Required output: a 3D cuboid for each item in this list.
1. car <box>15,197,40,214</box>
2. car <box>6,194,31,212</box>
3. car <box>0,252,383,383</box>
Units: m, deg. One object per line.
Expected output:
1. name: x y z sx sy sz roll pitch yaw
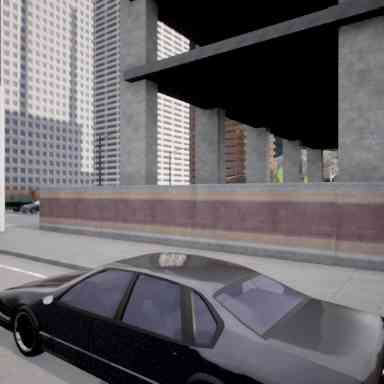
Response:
1. car: -15.744 1.524 35.357 1.812 1.442 4.674 0 0 36
2. car: -19.885 1.219 35.634 2.150 2.045 5.566 0 0 36
3. car: -0.417 1.547 4.288 5.357 1.411 2.033 0 0 35
